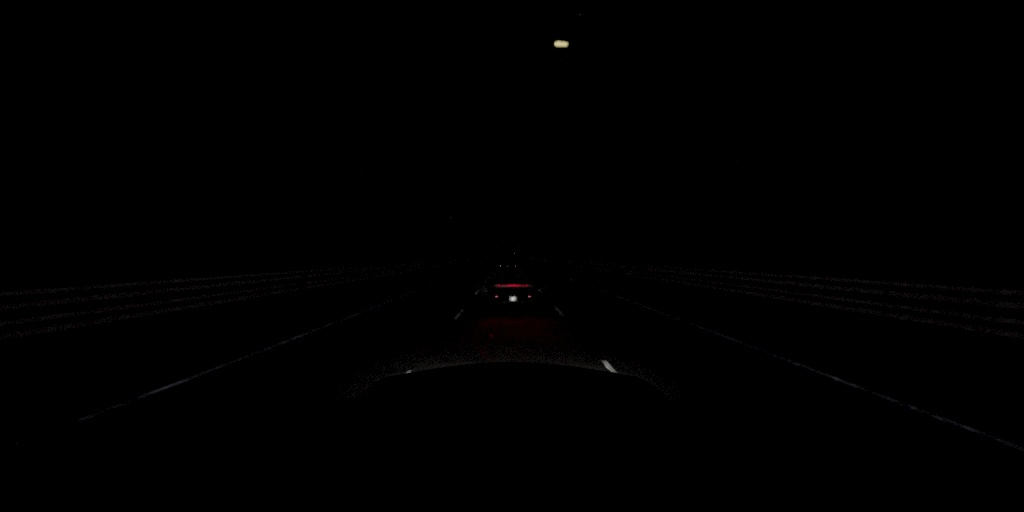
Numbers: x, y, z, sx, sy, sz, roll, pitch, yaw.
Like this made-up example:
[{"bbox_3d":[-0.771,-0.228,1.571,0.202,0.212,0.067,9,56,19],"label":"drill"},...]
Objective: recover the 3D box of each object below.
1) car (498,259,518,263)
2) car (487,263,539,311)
[{"bbox_3d":[-0.428,1.053,38.169,2.097,1.767,4.553,0,0,-1],"label":"car"},{"bbox_3d":[0.006,1.224,14.479,2.128,1.511,4.902,0,0,-1],"label":"car"}]
